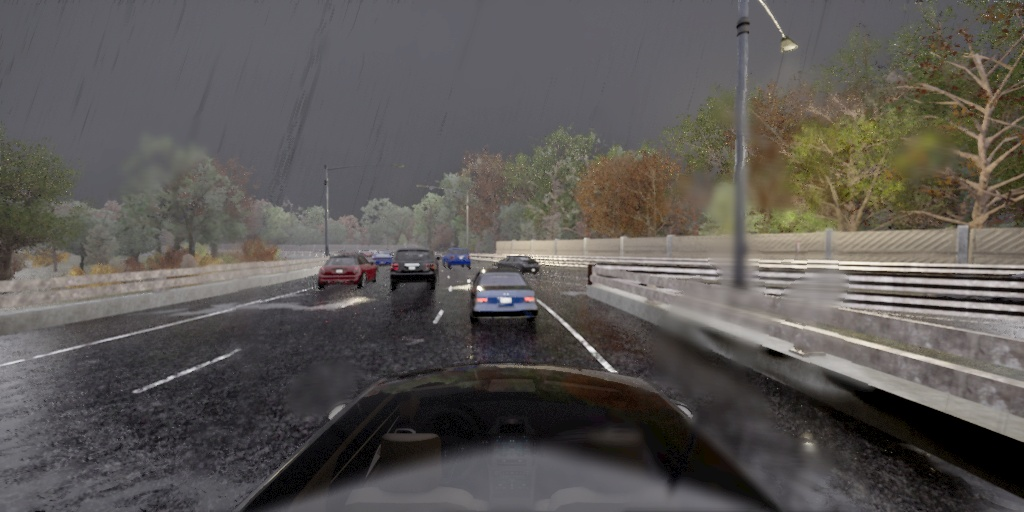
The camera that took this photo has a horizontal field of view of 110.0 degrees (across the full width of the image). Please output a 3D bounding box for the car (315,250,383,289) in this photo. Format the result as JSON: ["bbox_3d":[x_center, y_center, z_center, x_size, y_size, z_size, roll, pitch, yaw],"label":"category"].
[{"bbox_3d":[-8.710,0.717,19.453,2.097,1.767,4.553,0,1,-9],"label":"car"}]

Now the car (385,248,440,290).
[{"bbox_3d":[-5.088,0.591,19.183,2.150,2.045,5.566,0,1,-10],"label":"car"}]

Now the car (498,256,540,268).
[{"bbox_3d":[0.224,0.716,27.974,1.837,1.490,4.892,-2,2,-33],"label":"car"}]

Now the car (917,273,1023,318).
[{"bbox_3d":[15.275,1.112,9.895,5.357,1.411,2.033,1,1,43],"label":"car"}]

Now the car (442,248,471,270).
[{"bbox_3d":[-5.577,0.228,35.766,2.150,2.045,5.566,0,1,-18],"label":"car"}]

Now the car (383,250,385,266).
[{"bbox_3d":[-13.870,0.433,38.292,1.882,1.535,5.008,0,1,-20],"label":"car"}]

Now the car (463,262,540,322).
[{"bbox_3d":[-0.427,1.087,11.338,2.033,1.411,5.357,0,1,-6],"label":"car"}]
